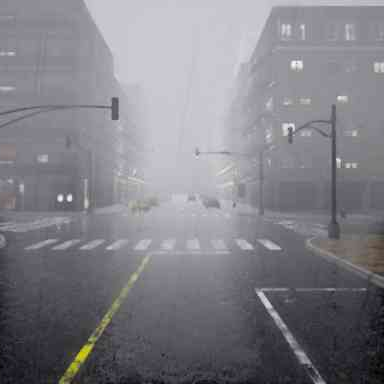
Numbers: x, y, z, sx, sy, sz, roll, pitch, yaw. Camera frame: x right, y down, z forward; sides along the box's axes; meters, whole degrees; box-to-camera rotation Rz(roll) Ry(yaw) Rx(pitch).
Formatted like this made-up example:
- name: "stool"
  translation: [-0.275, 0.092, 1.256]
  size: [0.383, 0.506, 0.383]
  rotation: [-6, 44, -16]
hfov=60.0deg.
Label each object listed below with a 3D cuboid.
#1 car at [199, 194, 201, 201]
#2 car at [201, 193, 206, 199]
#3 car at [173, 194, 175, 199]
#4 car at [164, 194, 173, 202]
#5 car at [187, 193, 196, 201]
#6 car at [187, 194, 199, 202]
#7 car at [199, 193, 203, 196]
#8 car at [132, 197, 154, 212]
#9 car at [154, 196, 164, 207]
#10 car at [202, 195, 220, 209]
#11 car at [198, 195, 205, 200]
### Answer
- name: "car"
  translation: [2.686, 1.473, 59.714]
  size: [1.802, 1.307, 4.206]
  rotation: [1, 0, 0]
- name: "car"
  translation: [2.690, 1.351, 48.667]
  size: [1.967, 1.590, 4.097]
  rotation: [1, 0, 0]
- name: "car"
  translation: [-5.697, 1.415, 76.297]
  size: [2.008, 1.369, 4.403]
  rotation: [1, 0, 0]
- name: "car"
  translation: [-5.696, 1.399, 70.603]
  size: [1.752, 1.417, 4.829]
  rotation: [1, 0, 0]
- name: "car"
  translation: [-0.014, 1.145, 79.379]
  size: [2.097, 1.767, 4.553]
  rotation: [0, 0, 0]
- name: "car"
  translation: [-0.011, 1.375, 68.987]
  size: [1.837, 1.490, 4.892]
  rotation: [0, 0, 0]
- name: "car"
  translation: [2.685, 1.171, 81.808]
  size: [2.192, 1.841, 5.009]
  rotation: [1, 0, 0]
- name: "car"
  translation: [-5.690, 1.456, 37.462]
  size: [1.752, 1.417, 4.829]
  rotation: [1, 0, 0]
- name: "car"
  translation: [-5.692, 1.455, 48.679]
  size: [1.887, 1.381, 4.507]
  rotation: [1, 0, 0]
- name: "car"
  translation: [2.690, 1.465, 43.143]
  size: [1.887, 1.381, 4.507]
  rotation: [1, 0, 0]
- name: "car"
  translation: [2.681, 1.405, 92.854]
  size: [1.947, 1.339, 4.313]
  rotation: [1, 0, 0]
